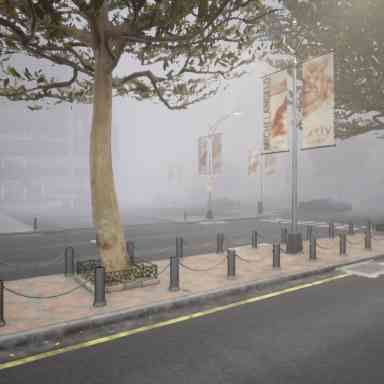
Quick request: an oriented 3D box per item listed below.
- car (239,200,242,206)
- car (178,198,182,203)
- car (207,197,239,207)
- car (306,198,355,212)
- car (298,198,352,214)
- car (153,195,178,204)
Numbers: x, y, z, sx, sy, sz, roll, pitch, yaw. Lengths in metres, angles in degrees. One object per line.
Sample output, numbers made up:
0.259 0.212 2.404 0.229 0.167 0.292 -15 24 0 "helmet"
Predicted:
6.018 1.526 53.450 1.812 1.442 4.674 0 0 -36 "car"
-4.001 1.526 66.766 1.812 1.442 4.674 0 0 -42 "car"
4.337 1.601 49.782 1.895 1.301 4.718 0 0 -35 "car"
16.198 1.477 39.114 1.882 1.535 5.008 0 0 -35 "car"
14.173 1.547 35.920 2.033 1.411 5.357 0 0 -35 "car"
-5.408 1.351 62.848 2.097 1.767 4.553 0 0 -42 "car"
